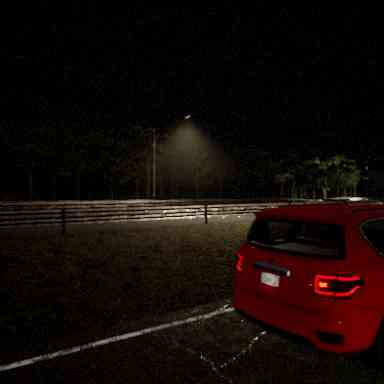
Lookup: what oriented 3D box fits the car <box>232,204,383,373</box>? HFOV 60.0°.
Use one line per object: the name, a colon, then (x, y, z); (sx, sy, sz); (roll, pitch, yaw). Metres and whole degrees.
car: (3.239, 1.236, 5.826); (5.566, 2.045, 2.150); (0, 0, -34)
